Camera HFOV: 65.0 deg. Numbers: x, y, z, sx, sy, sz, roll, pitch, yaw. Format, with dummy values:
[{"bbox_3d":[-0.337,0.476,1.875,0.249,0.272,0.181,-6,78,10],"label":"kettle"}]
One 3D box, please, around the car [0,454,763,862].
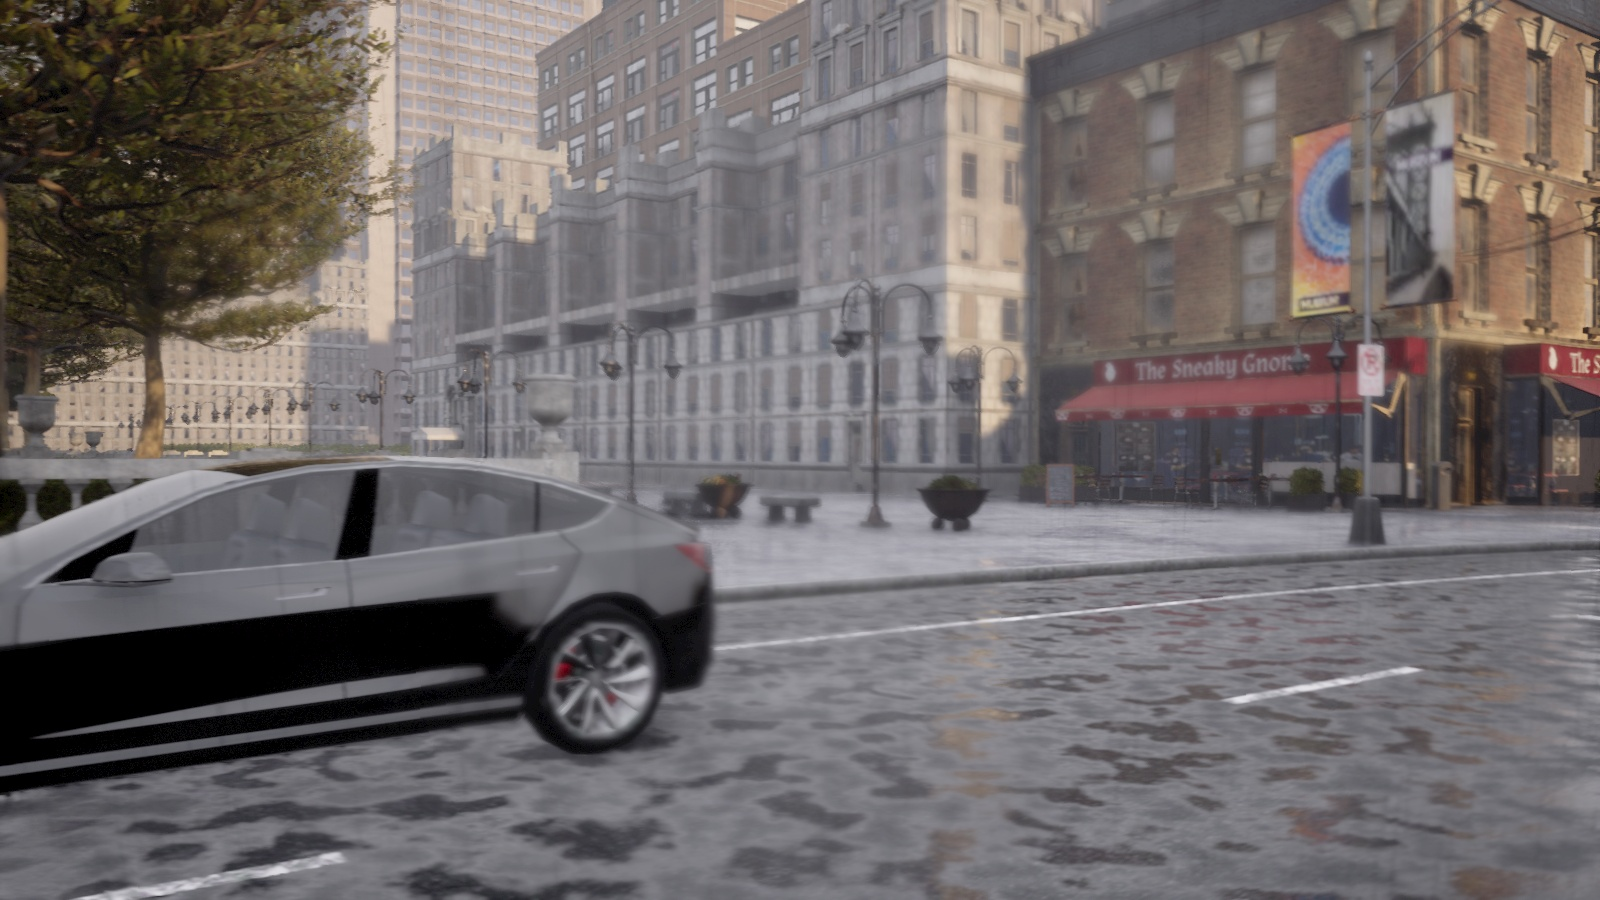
[{"bbox_3d":[-2.763,0.767,6.056,4.792,1.488,2.163,0,0,-36],"label":"car"}]
